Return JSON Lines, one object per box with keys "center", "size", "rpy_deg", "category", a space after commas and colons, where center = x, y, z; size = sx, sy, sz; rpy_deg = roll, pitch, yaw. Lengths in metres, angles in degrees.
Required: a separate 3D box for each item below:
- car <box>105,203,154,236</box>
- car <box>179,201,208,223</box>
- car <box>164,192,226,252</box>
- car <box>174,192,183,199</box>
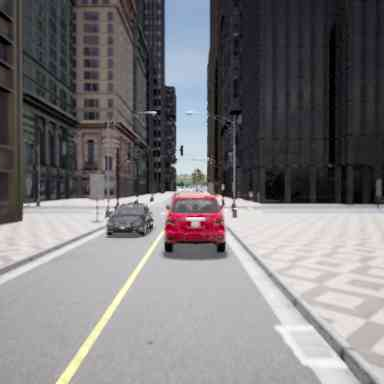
{"center": [-3.089, 1.345, 17.259], "size": [1.837, 1.490, 4.892], "rpy_deg": [0, 0, 0], "category": "car"}
{"center": [0.091, 1.375, 24.155], "size": [1.895, 1.301, 4.718], "rpy_deg": [0, 1, 0], "category": "car"}
{"center": [0.097, 1.095, 13.402], "size": [2.150, 2.045, 5.566], "rpy_deg": [0, 1, 0], "category": "car"}
{"center": [-3.024, 0.824, 73.315], "size": [1.837, 1.490, 4.892], "rpy_deg": [0, 1, 0], "category": "car"}
